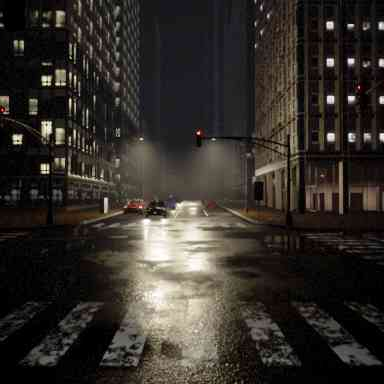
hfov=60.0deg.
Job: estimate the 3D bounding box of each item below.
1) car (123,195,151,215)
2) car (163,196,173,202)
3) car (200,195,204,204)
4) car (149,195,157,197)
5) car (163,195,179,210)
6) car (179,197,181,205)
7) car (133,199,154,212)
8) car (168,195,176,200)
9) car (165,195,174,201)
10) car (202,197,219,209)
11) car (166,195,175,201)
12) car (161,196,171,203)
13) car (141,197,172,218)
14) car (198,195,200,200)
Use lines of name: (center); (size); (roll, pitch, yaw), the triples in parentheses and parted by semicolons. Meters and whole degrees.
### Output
car: (-5.693, 1.452, 33.779); (1.967, 1.590, 4.097); (1, 0, 0)
car: (-5.721, 1.580, 78.380); (2.008, 1.369, 4.403); (1, 0, 0)
car: (2.672, 1.546, 56.321); (1.752, 1.417, 4.829); (1, 0, 0)
car: (-5.697, 1.331, 44.929); (2.192, 1.841, 5.009); (1, 0, 0)
car: (-3.123, 1.493, 43.662); (1.882, 1.535, 5.008); (0, 0, 0)
car: (-3.066, 1.500, 61.532); (1.882, 1.535, 5.008); (0, 0, 0)
car: (-5.700, 1.596, 39.354); (1.802, 1.307, 4.206); (1, 0, 0)
car: (-5.732, 1.603, 95.105); (1.947, 1.339, 4.313); (1, 0, 0)
car: (-5.725, 1.577, 83.955); (1.887, 1.381, 4.507); (1, 0, 0)
car: (2.677, 1.598, 44.996); (1.802, 1.307, 4.206); (1, 0, 0)
car: (-5.728, 1.585, 89.530); (2.008, 1.369, 4.403); (1, 0, 0)
car: (-5.718, 1.572, 72.805); (1.887, 1.381, 4.507); (1, 0, 0)
car: (-3.116, 1.515, 30.362); (1.837, 1.490, 4.892); (0, 0, 0)
car: (2.668, 1.589, 61.729); (1.947, 1.339, 4.313); (1, 0, 0)
